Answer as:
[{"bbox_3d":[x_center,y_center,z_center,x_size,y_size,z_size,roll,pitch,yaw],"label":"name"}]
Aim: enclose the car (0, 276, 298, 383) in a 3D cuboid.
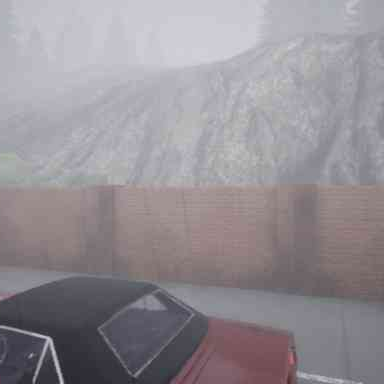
[{"bbox_3d":[-1.447,1.600,3.304,4.718,1.301,1.895,0,0,20],"label":"car"}]
